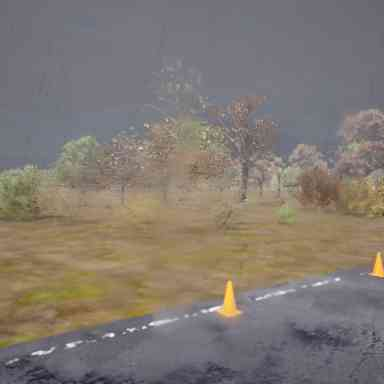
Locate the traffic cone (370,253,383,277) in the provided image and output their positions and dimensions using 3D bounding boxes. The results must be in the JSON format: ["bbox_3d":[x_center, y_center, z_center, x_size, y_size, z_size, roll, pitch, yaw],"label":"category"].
[{"bbox_3d":[4.986,1.923,8.885,0.340,0.580,0.340,0,0,-32],"label":"traffic cone"}]

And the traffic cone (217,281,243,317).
[{"bbox_3d":[0.699,1.933,6.139,0.340,0.580,0.340,0,0,-34],"label":"traffic cone"}]
